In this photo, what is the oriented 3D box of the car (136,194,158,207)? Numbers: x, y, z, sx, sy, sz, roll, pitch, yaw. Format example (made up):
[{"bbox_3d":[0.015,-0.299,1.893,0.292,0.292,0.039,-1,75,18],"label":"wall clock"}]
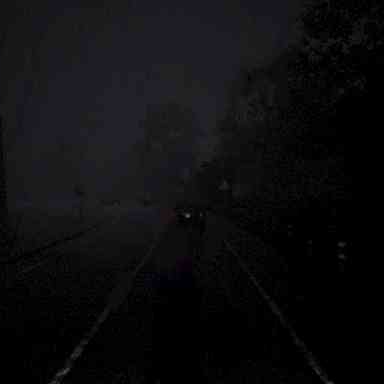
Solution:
[{"bbox_3d":[-5.733,1.021,42.001,1.882,1.535,5.008,-3,2,-23],"label":"car"}]

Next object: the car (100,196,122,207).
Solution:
[{"bbox_3d":[-11.208,1.199,45.675,2.033,1.411,5.357,-3,2,-29],"label":"car"}]

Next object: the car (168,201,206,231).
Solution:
[{"bbox_3d":[-0.403,1.325,20.713,2.097,1.767,4.553,-1,1,-5],"label":"car"}]
